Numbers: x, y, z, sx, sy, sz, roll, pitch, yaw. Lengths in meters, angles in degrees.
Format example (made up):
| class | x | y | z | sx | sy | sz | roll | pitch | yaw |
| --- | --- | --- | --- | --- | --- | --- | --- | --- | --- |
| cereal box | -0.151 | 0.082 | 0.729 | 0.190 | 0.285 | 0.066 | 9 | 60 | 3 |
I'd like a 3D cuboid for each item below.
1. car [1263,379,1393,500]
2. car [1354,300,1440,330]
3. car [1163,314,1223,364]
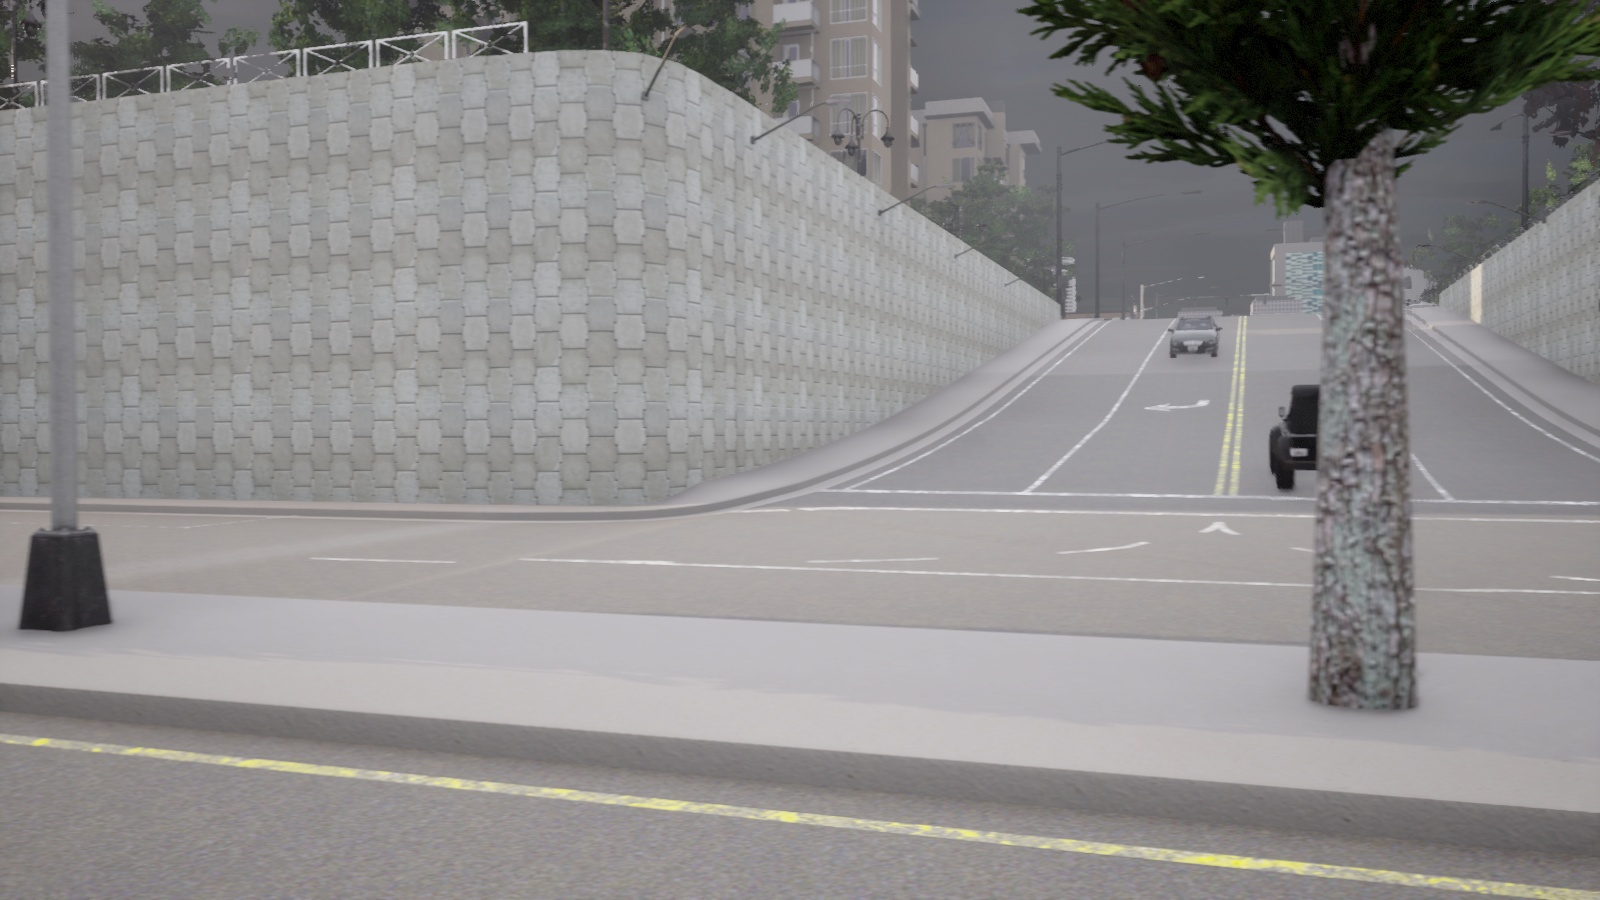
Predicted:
| class | x | y | z | sx | sy | sz | roll | pitch | yaw |
| --- | --- | --- | --- | --- | --- | --- | --- | --- | --- |
| car | 9.765 | -0.281 | 23.490 | 1.905 | 1.878 | 3.866 | 0 | 6 | 18 |
| car | 36.444 | -8.226 | 76.802 | 4.674 | 1.442 | 1.812 | 0 | 1 | 23 |
| car | 16.174 | -4.599 | 51.546 | 2.128 | 1.511 | 4.902 | 1 | 11 | 20 |
